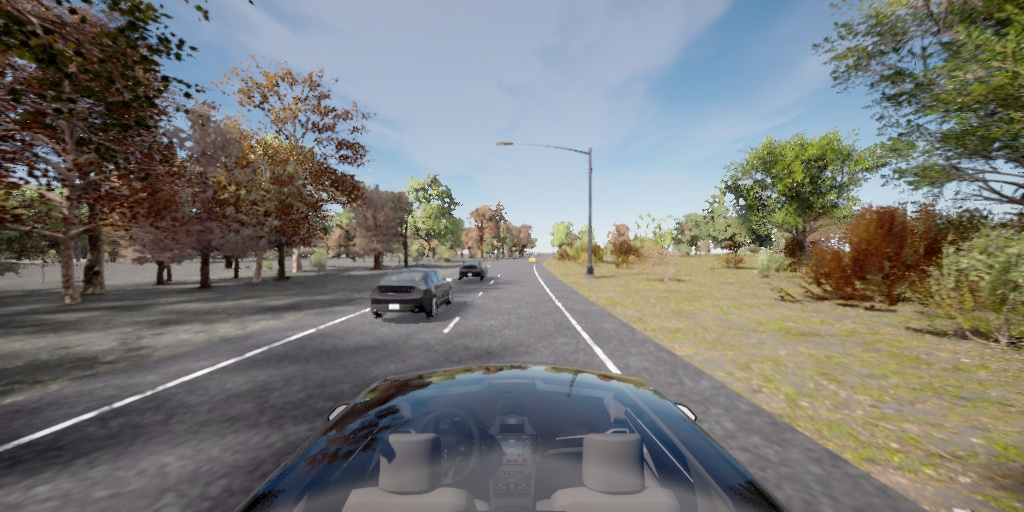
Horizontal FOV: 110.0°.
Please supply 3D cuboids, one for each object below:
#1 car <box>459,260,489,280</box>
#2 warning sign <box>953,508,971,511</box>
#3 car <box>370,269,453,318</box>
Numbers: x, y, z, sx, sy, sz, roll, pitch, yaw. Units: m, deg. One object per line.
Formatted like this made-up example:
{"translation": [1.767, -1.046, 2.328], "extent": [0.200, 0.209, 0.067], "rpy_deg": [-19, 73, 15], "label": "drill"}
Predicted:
{"translation": [-2.964, 1.073, 28.213], "extent": [1.837, 1.490, 4.892], "rpy_deg": [0, 0, 2], "label": "car"}
{"translation": [3.548, 0.865, 2.000], "extent": [1.300, 1.860, 1.060], "rpy_deg": [0, 0, 0], "label": "warning sign"}
{"translation": [-3.309, 1.179, 12.584], "extent": [1.837, 1.490, 4.892], "rpy_deg": [0, 0, 1], "label": "car"}
